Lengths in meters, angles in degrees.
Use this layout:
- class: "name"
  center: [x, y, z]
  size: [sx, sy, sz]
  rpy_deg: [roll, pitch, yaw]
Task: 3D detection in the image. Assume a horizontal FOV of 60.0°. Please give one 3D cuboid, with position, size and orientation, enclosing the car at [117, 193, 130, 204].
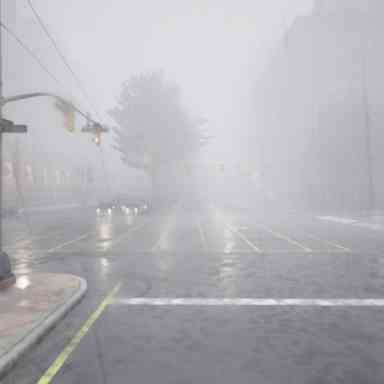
- class: "car"
  center: [-11.621, 1.222, 55.587]
  size: [2.150, 2.045, 5.566]
  rpy_deg: [0, 0, 1]

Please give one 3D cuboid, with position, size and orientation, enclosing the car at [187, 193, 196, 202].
- class: "car"
  center: [-0.116, 1.541, 76.885]
  size: [2.033, 1.411, 5.357]
  rpy_deg: [0, 0, 0]

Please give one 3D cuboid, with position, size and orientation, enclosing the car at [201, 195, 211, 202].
- class: "car"
  center: [3.383, 1.596, 78.068]
  size: [1.895, 1.301, 4.718]
  rpy_deg: [0, 0, 0]

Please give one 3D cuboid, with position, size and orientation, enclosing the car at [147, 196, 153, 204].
- class: "car"
  center: [-8.115, 1.565, 56.815]
  size: [1.994, 1.385, 4.181]
  rpy_deg: [0, 0, 1]

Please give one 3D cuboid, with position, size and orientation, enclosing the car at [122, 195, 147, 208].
- class: "car"
  center: [-8.159, 1.548, 47.578]
  size: [2.033, 1.411, 5.357]
  rpy_deg: [0, 0, 0]

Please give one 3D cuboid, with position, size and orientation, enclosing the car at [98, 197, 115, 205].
- class: "car"
  center: [-14.836, 1.596, 57.876]
  size: [1.895, 1.301, 4.718]
  rpy_deg: [0, 0, 0]

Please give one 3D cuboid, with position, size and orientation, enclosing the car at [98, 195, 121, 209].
- class: "car"
  center: [-11.657, 1.526, 46.174]
  size: [1.812, 1.442, 4.674]
  rpy_deg: [0, 0, 0]

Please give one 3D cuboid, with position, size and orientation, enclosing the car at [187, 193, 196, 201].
- class: "car"
  center: [-0.131, 1.226, 87.126]
  size: [2.150, 2.045, 5.566]
  rpy_deg: [0, 0, 0]

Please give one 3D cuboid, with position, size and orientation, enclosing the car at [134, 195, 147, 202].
- class: "car"
  center: [-11.614, 1.526, 75.704]
  size: [2.128, 1.511, 4.902]
  rpy_deg: [0, 0, 0]

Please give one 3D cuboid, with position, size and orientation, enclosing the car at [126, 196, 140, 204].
- class: "car"
  center: [-11.598, 1.565, 65.471]
  size: [1.994, 1.385, 4.181]
  rpy_deg: [0, 0, 0]

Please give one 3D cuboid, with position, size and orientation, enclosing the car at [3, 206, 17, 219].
- class: "car"
  center: [-16.922, 1.601, 27.231]
  size: [4.718, 1.301, 1.895]
  rpy_deg: [0, 0, 15]

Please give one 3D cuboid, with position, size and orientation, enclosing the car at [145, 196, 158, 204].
- class: "car"
  center: [-8.101, 1.548, 67.436]
  size: [2.033, 1.411, 5.357]
  rpy_deg: [0, 0, 0]

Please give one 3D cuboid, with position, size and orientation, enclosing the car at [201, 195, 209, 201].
- class: "car"
  center: [3.369, 1.526, 87.101]
  size: [2.128, 1.511, 4.902]
  rpy_deg: [0, 0, 0]
